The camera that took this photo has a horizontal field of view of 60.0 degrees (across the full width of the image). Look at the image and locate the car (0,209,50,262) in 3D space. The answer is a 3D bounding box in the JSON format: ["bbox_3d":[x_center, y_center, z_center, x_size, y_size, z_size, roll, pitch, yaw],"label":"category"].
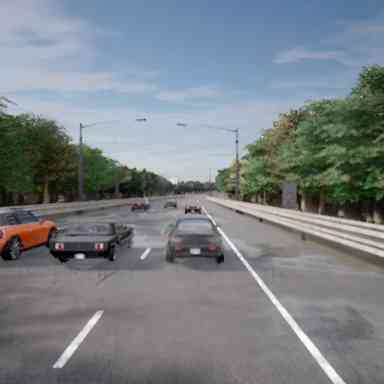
[{"bbox_3d":[-6.901,1.437,12.678,2.097,1.767,4.553,0,0,0],"label":"car"}]

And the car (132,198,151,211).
[{"bbox_3d":[-6.904,1.659,45.568,2.097,1.767,4.553,0,0,0],"label":"car"}]

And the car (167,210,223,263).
[{"bbox_3d":[0.100,1.609,12.228,1.812,1.442,4.674,0,0,0],"label":"car"}]

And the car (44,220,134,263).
[{"bbox_3d":[-3.400,1.685,12.328,1.895,1.301,4.718,0,0,0],"label":"car"}]

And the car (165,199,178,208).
[{"bbox_3d":[-3.402,1.898,55.147,1.812,1.442,4.674,0,0,0],"label":"car"}]

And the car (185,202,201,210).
[{"bbox_3d":[0.098,1.872,40.124,1.895,1.301,4.718,0,0,0],"label":"car"}]
